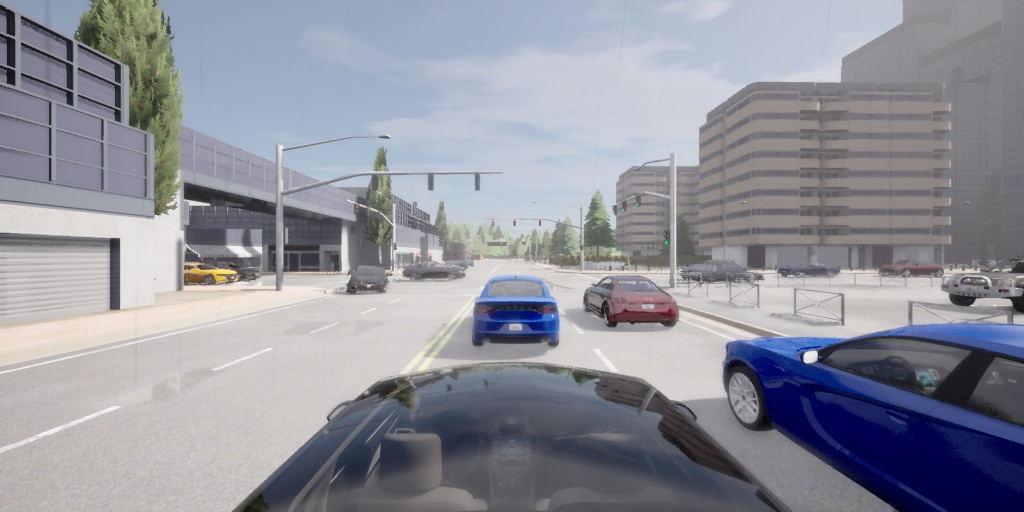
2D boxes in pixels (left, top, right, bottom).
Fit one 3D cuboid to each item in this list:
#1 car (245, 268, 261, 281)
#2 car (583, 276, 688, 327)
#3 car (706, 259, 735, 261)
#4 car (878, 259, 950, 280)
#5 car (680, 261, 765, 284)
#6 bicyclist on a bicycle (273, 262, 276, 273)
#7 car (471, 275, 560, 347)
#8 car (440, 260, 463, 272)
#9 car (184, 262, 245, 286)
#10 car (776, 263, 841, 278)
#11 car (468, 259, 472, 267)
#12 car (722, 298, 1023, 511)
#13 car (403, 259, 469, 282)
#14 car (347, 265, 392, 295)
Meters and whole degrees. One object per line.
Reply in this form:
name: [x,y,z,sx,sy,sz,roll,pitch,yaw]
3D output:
car: [-22.489,1.255,28.183,4.892,1.490,1.837,0,0,-1]
car: [3.602,1.314,11.541,1.994,1.385,4.181,0,0,0]
car: [18.684,1.102,33.376,4.553,1.767,2.097,0,0,-1]
car: [37.467,1.102,33.749,4.553,1.767,2.097,0,0,-1]
car: [15.256,1.297,26.103,5.357,1.411,2.033,0,0,-1]
bicyclist on a bicycle: [-25.843,1.053,39.622,0.582,1.620,1.656,0,0,-1]
car: [0.093,1.228,9.408,1.882,1.535,5.008,0,0,0]
car: [-7.851,1.241,46.801,2.128,1.511,4.902,0,0,0]
car: [-21.766,1.228,24.692,5.008,1.535,1.882,0,0,-1]
car: [27.671,1.351,33.562,4.718,1.301,1.895,0,0,-1]
car: [-7.991,1.314,56.761,1.994,1.385,4.181,0,0,-1]
car: [3.603,1.228,2.557,1.882,1.535,5.008,0,0,0]
car: [-6.146,1.241,28.639,4.902,1.511,2.128,0,0,-3]
car: [-7.927,1.257,20.048,1.837,1.490,4.892,4,-2,-21]
